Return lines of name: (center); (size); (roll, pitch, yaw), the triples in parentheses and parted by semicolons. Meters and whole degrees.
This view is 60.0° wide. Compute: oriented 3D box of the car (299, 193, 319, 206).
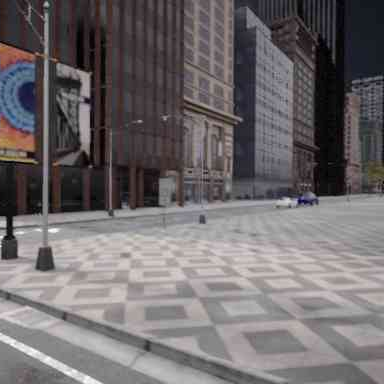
car: (18.556, 1.116, 53.269); (2.150, 2.045, 5.566); (1, 1, 35)

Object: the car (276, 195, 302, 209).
car: (12.888, 1.464, 45.203); (1.812, 1.442, 4.674); (1, 1, 36)
